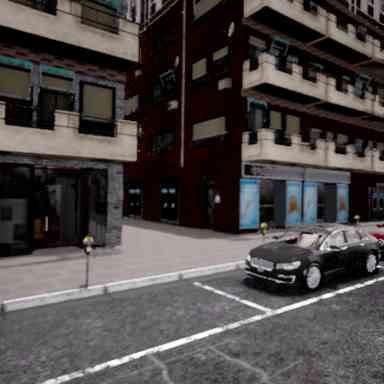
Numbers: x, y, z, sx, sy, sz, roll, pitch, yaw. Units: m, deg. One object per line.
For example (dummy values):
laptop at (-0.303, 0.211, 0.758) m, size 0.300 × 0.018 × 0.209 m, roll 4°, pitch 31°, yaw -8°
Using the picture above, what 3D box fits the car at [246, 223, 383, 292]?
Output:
car at (3.357, 1.546, 8.896) m, size 4.403 × 1.369 × 2.008 m, roll 0°, pitch 1°, yaw -35°
